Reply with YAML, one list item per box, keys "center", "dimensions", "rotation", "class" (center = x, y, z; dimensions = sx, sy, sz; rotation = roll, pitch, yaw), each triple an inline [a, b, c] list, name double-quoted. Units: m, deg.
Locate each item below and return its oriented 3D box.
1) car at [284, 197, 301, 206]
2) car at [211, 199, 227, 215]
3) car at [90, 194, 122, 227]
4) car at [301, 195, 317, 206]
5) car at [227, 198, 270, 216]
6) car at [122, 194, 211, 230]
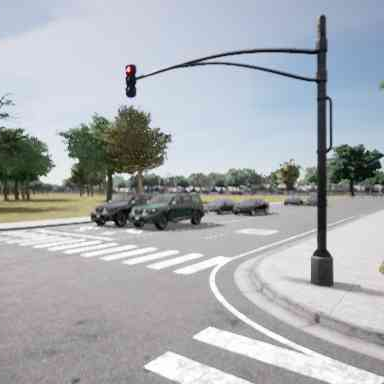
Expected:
- center: [15.327, 1.389, 49.978]
  dimensions: [1.994, 1.385, 4.181]
  rotation: [0, 0, 36]
  class: "car"
- center: [2.859, 1.402, 32.717]
  dimensions: [1.812, 1.442, 4.674]
  rotation: [0, 1, 36]
  class: "car"
- center: [-4.246, 1.138, 22.816]
  dimensions: [2.150, 2.045, 5.566]
  rotation: [0, 0, 34]
  class: "car"
- center: [17.871, 1.172, 47.952]
  dimensions: [2.097, 1.767, 4.553]
  rotation: [0, 0, 36]
  class: "car"
- center: [5.542, 1.350, 30.885]
  dimensions: [1.882, 1.535, 5.008]
  rotation: [0, 0, 35]
  class: "car"
- center: [-1.419, 1.134, 21.109]
  dimensions: [2.150, 2.045, 5.566]
  rotation: [0, 0, 38]
  class: "car"
